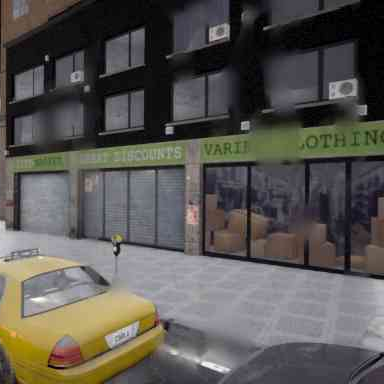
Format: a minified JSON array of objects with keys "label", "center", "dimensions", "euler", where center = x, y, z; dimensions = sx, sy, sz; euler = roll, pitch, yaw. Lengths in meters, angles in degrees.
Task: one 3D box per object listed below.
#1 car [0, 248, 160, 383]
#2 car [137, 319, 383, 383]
[{"label":"car","center":[-2.634,1.524,4.972],"dimensions":[4.829,1.417,1.752],"euler":[0,1,36]},{"label":"car","center":[2.047,1.551,1.624],"dimensions":[4.403,1.369,2.008],"euler":[0,1,36]}]
